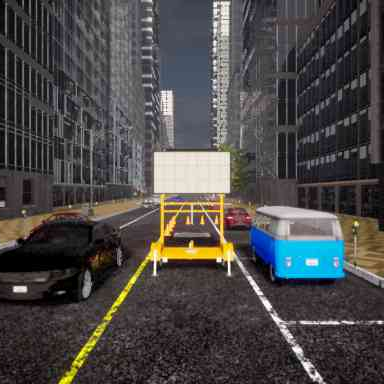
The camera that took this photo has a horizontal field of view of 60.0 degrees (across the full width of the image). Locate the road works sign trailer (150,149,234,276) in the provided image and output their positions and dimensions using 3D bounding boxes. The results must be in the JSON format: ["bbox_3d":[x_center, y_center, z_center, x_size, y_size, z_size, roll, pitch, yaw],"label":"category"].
[{"bbox_3d":[0.001,0.464,10.323,2.380,3.560,2.880,0,0,0],"label":"road works sign trailer"}]

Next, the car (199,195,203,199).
[{"bbox_3d":[2.695,1.538,54.843,2.008,1.369,4.403,0,0,0],"label":"car"}]

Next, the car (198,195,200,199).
[{"bbox_3d":[2.696,1.410,66.228,1.967,1.590,4.097,0,0,0],"label":"car"}]

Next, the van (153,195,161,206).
[{"bbox_3d":[-5.686,1.328,54.847,1.690,1.788,3.998,0,0,0],"label":"van"}]

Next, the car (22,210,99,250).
[{"bbox_3d":[-5.690,1.581,14.999,1.802,1.307,4.206,0,0,0],"label":"car"}]

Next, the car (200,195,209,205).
[{"bbox_3d":[2.694,1.544,49.150,2.008,1.369,4.403,0,0,0],"label":"car"}]

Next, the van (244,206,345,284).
[{"bbox_3d":[2.691,1.341,9.304,1.690,1.788,3.998,0,0,0],"label":"van"}]

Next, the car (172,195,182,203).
[{"bbox_3d":[-2.995,1.445,67.766,1.882,1.535,5.008,0,0,0],"label":"car"}]

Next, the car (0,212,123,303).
[{"bbox_3d":[-3.098,1.477,8.492,1.882,1.535,5.008,0,0,0],"label":"car"}]

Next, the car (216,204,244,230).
[{"bbox_3d":[2.692,1.581,20.688,1.802,1.307,4.206,0,0,0],"label":"car"}]

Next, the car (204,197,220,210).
[{"bbox_3d":[2.693,1.581,37.766,1.802,1.307,4.206,0,0,0],"label":"car"}]

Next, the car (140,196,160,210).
[{"bbox_3d":[-5.687,1.548,43.462,2.008,1.369,4.403,0,0,0],"label":"car"}]

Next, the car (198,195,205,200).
[{"bbox_3d":[2.698,1.462,94.690,1.887,1.381,4.507,0,0,0],"label":"car"}]

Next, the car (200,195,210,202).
[{"bbox_3d":[2.696,1.401,71.920,1.967,1.590,4.097,0,0,0],"label":"car"}]
